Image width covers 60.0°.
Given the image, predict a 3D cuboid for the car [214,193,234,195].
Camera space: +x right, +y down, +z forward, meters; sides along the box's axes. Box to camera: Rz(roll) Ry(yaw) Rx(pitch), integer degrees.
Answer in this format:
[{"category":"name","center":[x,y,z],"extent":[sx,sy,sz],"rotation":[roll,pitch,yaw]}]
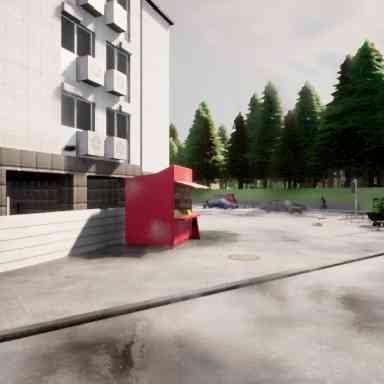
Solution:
[{"category":"car","center":[4.204,1.221,49.926],"extent":[2.150,2.045,5.566],"rotation":[0,0,-35]}]

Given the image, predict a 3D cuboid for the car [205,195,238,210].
[{"category":"car","center":[3.912,1.526,43.097],"extent":[1.812,1.442,4.674],"rotation":[0,0,-35]}]

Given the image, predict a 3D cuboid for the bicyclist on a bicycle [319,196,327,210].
[{"category":"bicyclist on a bicycle","center":[15.990,1.349,40.578],"extent":[1.656,1.620,0.582],"rotation":[0,0,-35]}]

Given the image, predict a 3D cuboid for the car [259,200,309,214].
[{"category":"car","center":[9.564,1.547,35.122],"extent":[2.033,1.411,5.357],"rotation":[0,0,-35]}]
